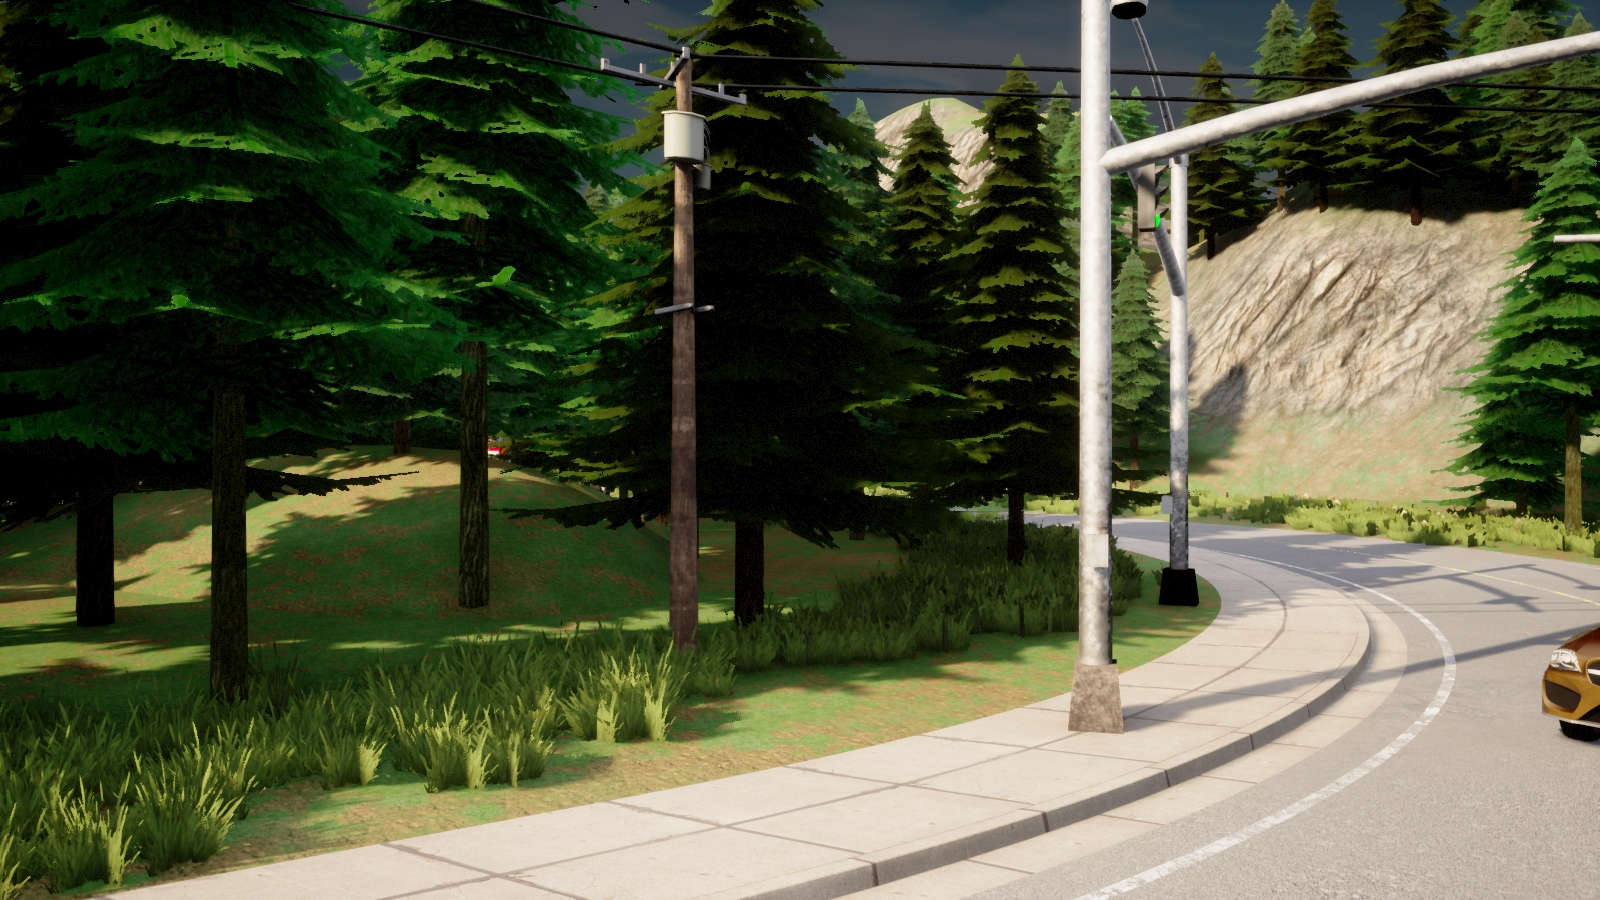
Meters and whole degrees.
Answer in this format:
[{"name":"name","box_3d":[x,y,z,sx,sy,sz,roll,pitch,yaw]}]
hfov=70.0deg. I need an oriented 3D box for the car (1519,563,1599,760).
[{"name":"car","box_3d":[9.577,1.970,11.147,5.027,1.651,2.152,0,0,-29]}]
